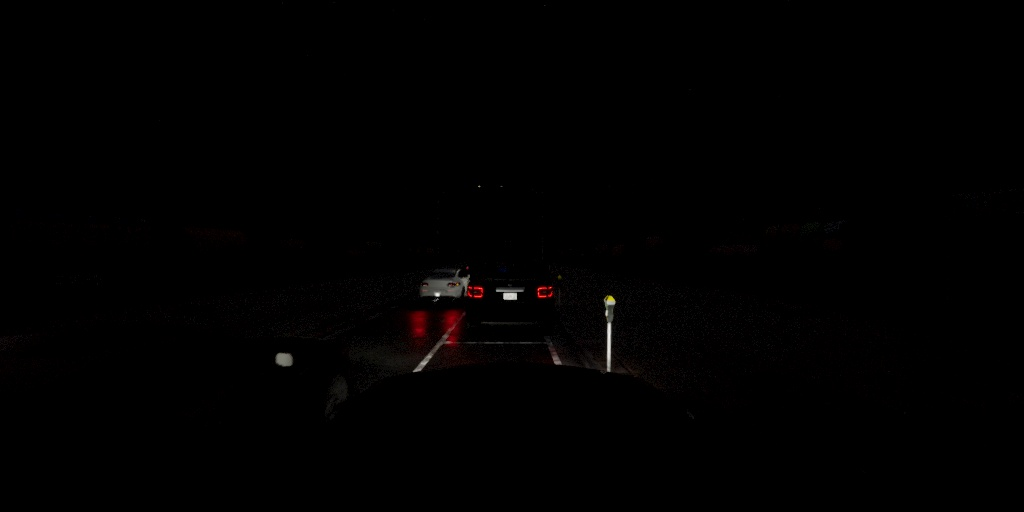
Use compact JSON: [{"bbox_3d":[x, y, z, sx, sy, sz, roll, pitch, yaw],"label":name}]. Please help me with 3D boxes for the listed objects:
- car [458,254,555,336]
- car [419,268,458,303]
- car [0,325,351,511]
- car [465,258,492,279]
[{"bbox_3d":[-0.038,0.975,10.532,2.150,2.045,5.566,0,0,0],"label":"car"},{"bbox_3d":[-2.920,1.270,16.361,1.812,1.442,4.674,0,0,0],"label":"car"},{"bbox_3d":[-2.920,1.227,2.478,1.882,1.535,5.008,0,0,0],"label":"car"},{"bbox_3d":[-3.018,1.091,32.956,2.097,1.767,4.553,0,0,0],"label":"car"}]
